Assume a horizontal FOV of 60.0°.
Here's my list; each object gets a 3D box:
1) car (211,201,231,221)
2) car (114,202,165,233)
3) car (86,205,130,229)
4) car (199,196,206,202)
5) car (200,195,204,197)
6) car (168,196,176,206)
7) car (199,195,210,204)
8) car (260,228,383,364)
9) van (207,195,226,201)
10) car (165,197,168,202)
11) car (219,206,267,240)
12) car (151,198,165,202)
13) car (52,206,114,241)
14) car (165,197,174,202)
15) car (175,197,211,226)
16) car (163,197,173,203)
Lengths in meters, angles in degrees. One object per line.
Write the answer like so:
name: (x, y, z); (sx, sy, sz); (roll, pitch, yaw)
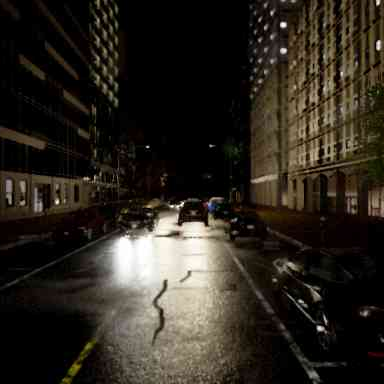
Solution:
car: (2.686, 1.691, 28.672); (1.947, 1.339, 4.313); (0, 0, 0)
car: (-3.105, 1.582, 20.380); (2.128, 1.511, 4.902); (0, 0, 0)
car: (-5.694, 1.667, 22.987); (1.947, 1.339, 4.313); (0, 0, 0)
car: (2.675, 1.844, 85.764); (1.752, 1.417, 4.829); (0, 0, 0)
car: (0.091, 1.526, 41.433); (2.097, 1.767, 4.553); (0, 0, 0)
car: (-3.039, 1.791, 61.569); (2.033, 1.411, 5.357); (0, 0, 1)
car: (2.679, 1.600, 74.211); (2.192, 1.841, 5.009); (0, 0, 0)
car: (2.690, 1.593, 5.904); (1.947, 1.339, 4.313); (0, 0, 0)
van: (2.686, 1.488, 34.367); (1.690, 1.788, 3.998); (0, 0, 0)
car: (-5.700, 1.780, 57.143); (2.008, 1.369, 4.403); (0, 0, 0)
car: (2.688, 1.643, 17.288); (1.947, 1.339, 4.313); (0, 0, 0)
car: (-5.699, 1.734, 51.280); (1.752, 1.417, 4.829); (0, 0, 0)
car: (-5.692, 1.622, 17.295); (1.887, 1.381, 4.507); (0, 0, 0)
car: (-5.706, 1.884, 85.605); (1.947, 1.339, 4.313); (0, 0, 0)
car: (0.095, 1.460, 24.650); (2.097, 1.767, 4.553); (0, 0, 0)
car: (-5.704, 1.853, 79.912); (2.008, 1.369, 4.403); (0, 0, 0)
